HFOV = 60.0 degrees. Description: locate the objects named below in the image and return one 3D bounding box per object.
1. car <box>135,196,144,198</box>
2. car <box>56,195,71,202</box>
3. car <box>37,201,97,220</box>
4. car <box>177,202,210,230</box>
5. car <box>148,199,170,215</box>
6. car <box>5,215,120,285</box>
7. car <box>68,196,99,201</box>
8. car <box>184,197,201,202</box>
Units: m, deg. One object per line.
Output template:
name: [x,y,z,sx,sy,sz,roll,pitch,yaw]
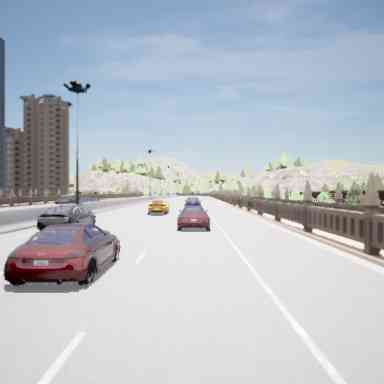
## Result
car: [-13.283,1.579,85.478,1.895,1.301,4.718,0,0,2]
car: [-21.015,1.355,55.652,2.097,1.767,4.553,0,0,1]
car: [-6.897,1.493,18.678,2.128,1.511,4.902,0,0,0]
car: [0.102,1.565,20.953,1.994,1.385,4.181,0,0,0]
car: [-3.395,1.479,34.574,1.882,1.535,5.008,0,0,0]
car: [-3.398,1.565,9.501,1.994,1.385,4.181,0,0,0]
car: [-14.074,1.509,43.523,1.837,1.490,4.892,0,0,0]
car: [0.106,1.354,42.015,2.097,1.767,4.553,0,0,0]
